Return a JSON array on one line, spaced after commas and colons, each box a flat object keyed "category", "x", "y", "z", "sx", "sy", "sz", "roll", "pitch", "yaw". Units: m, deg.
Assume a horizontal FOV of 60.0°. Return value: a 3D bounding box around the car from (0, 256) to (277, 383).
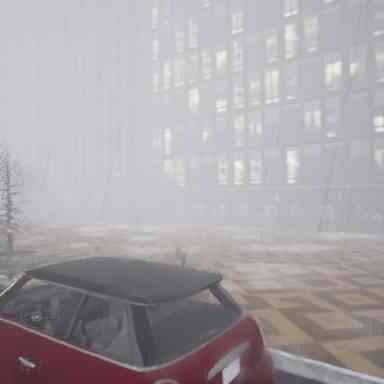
[{"category": "car", "x": -1.265, "y": 1.483, "z": 3.781, "sx": 4.097, "sy": 1.590, "sz": 1.967, "roll": -1, "pitch": -1, "yaw": 36}]
